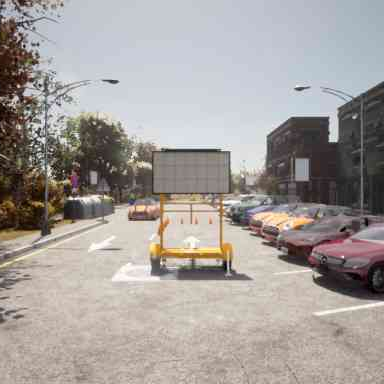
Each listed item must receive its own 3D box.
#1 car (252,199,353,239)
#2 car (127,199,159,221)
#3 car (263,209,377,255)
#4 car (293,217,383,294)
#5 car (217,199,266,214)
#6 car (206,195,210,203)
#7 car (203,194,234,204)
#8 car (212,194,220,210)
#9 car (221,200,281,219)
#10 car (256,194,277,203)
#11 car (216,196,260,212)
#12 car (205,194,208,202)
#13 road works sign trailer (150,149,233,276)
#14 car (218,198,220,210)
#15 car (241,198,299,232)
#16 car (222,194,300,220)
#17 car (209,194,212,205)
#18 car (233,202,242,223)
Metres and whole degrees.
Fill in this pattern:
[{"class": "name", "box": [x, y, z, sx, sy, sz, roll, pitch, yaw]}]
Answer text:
[{"class": "car", "box": [5.321, 1.366, 14.637, 4.553, 1.767, 2.185, 1, 0, -20]}, {"class": "car", "box": [-3.973, 1.377, 27.607, 2.097, 1.767, 4.553, 0, 0, 0]}, {"class": "car", "box": [5.260, 1.518, 11.616, 4.792, 1.488, 2.163, 1, 0, -20]}, {"class": "car", "box": [5.291, 1.527, 8.625, 4.674, 1.452, 2.002, 1, 0, -20]}, {"class": "car", "box": [5.288, 1.560, 35.629, 4.792, 1.488, 2.163, 1, 0, -20]}, {"class": "car", "box": [5.315, 1.583, 50.664, 5.008, 1.535, 2.097, 1, -1, -20]}, {"class": "car", "box": [5.315, 1.391, 65.702, 5.566, 2.045, 2.435, 1, 0, -20]}, {"class": "car", "box": [5.287, 1.270, 32.630, 5.566, 2.045, 2.435, 1, 0, -20]}, {"class": "car", "box": [5.276, 1.544, 29.627, 4.792, 1.488, 2.163, 1, 0, -20]}, {"class": "car", "box": [18.258, 1.462, 81.713, 2.435, 2.045, 5.566, 0, 0, -21]}, {"class": "car", "box": [5.286, 1.413, 38.643, 4.553, 1.767, 2.185, 1, 0, -20]}, {"class": "car", "box": [5.135, 1.612, 59.608, 5.366, 1.575, 1.946, 1, 0, -20]}, {"class": "road works sign trailer", "box": [-0.021, 0.467, 10.336, 2.380, 3.560, 2.880, 0, 0, 0]}, {"class": "car", "box": [5.127, 1.503, 26.570, 5.366, 1.575, 1.946, 1, 0, -20]}, {"class": "car", "box": [5.323, 1.369, 17.638, 4.553, 1.767, 2.185, 1, 0, -20]}, {"class": "car", "box": [5.286, 1.251, 23.613, 5.566, 2.045, 2.435, 1, 0, -20]}, {"class": "car", "box": [5.358, 1.446, 47.662, 4.553, 1.767, 2.185, 1, 0, -20]}, {"class": "car", "box": [5.289, 1.538, 20.634, 4.674, 1.452, 2.002, 1, 0, -20]}]
